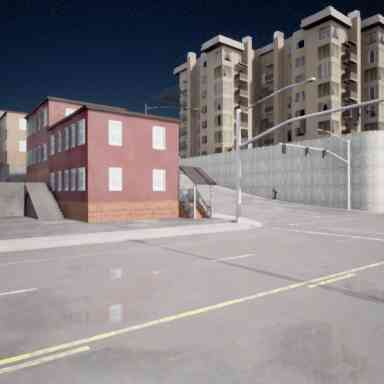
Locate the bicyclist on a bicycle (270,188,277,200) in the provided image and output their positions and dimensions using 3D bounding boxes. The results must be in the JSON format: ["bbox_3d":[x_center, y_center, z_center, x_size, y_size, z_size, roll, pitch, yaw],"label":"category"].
[{"bbox_3d":[11.200,0.296,45.389,1.656,1.620,0.582,0,6,-35],"label":"bicyclist on a bicycle"}]
